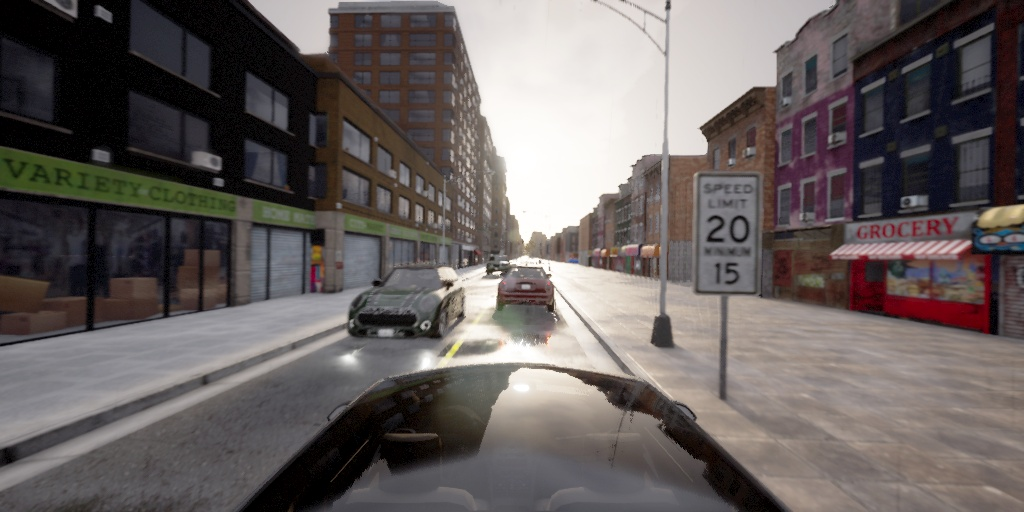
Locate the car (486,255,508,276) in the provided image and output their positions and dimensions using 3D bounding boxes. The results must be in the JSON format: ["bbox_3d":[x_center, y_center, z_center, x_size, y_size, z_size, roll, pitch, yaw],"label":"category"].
[{"bbox_3d":[-1.357,0.907,36.818,2.150,2.045,5.566,1,0,3],"label":"car"}]

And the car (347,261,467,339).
[{"bbox_3d":[-2.579,1.042,9.858,2.097,1.767,4.553,1,0,2],"label":"car"}]

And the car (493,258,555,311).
[{"bbox_3d":[0.576,1.095,14.621,2.097,1.767,4.553,1,0,2],"label":"car"}]
